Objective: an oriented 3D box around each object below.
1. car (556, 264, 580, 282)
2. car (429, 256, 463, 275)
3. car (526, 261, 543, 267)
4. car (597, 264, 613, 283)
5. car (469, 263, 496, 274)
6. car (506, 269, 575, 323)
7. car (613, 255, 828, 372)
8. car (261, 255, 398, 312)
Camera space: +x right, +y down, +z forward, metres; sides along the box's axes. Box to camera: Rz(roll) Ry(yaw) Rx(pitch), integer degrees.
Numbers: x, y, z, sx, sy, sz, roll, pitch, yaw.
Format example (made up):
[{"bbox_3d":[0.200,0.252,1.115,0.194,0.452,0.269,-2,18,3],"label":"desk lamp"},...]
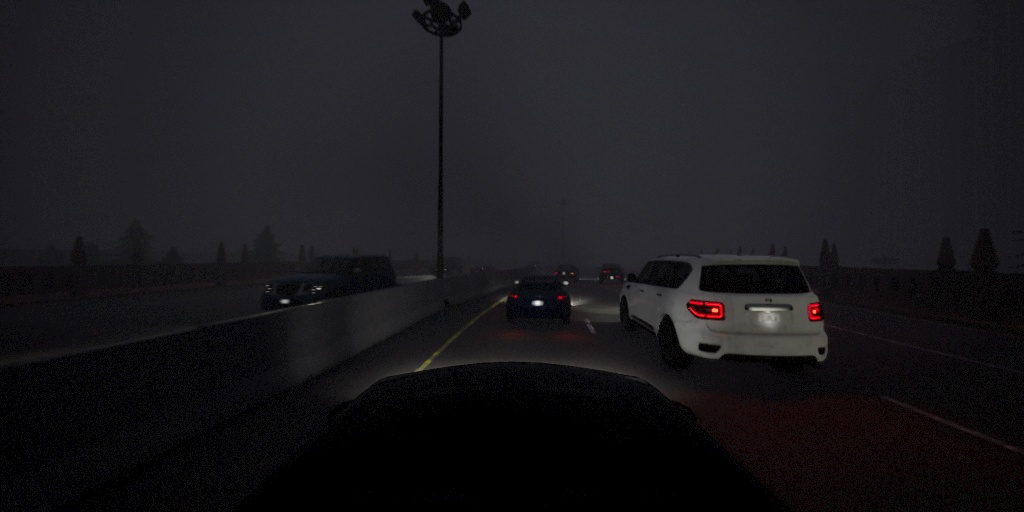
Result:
[{"bbox_3d":[4.584,1.387,29.865,2.033,1.411,5.357,0,0,14],"label":"car"},{"bbox_3d":[-7.344,1.059,40.579,2.150,2.045,5.566,0,0,14],"label":"car"},{"bbox_3d":[3.435,1.432,54.425,1.882,1.535,5.008,0,0,15],"label":"car"},{"bbox_3d":[7.932,1.353,28.722,1.837,1.490,4.892,0,0,14],"label":"car"},{"bbox_3d":[-3.429,1.461,41.777,1.895,1.301,4.718,0,0,14],"label":"car"},{"bbox_3d":[0.980,1.335,12.318,1.994,1.385,4.181,0,0,7],"label":"car"},{"bbox_3d":[3.970,0.997,7.925,2.150,2.045,5.566,0,0,4],"label":"car"},{"bbox_3d":[-6.212,0.967,13.110,2.150,2.045,5.566,0,0,8],"label":"car"}]
